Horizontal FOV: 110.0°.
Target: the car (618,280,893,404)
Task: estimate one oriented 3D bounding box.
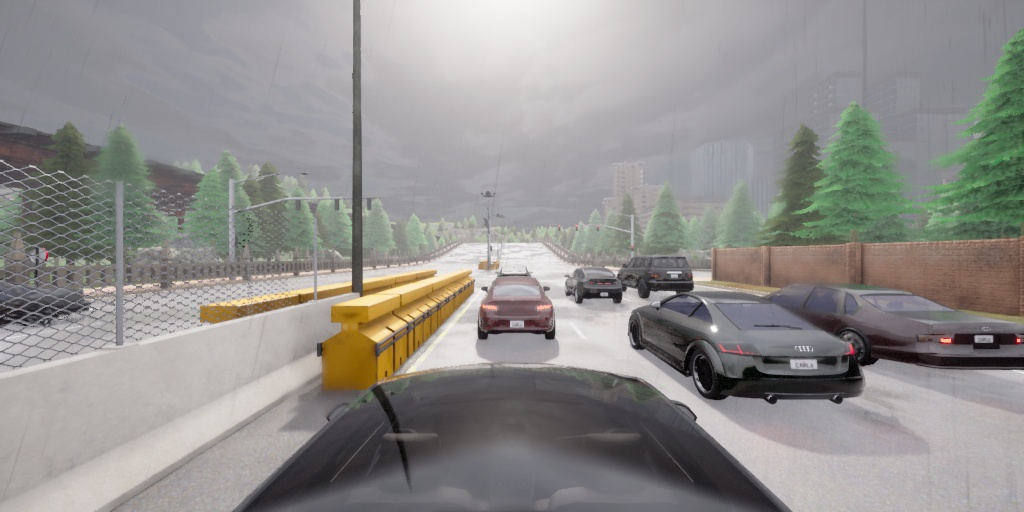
[{"bbox_3d":[3.604,1.314,6.458,1.994,1.385,4.181,0,0,-1],"label":"car"}]

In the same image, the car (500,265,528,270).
[{"bbox_3d":[0.107,1.241,19.130,2.128,1.511,4.902,0,0,0],"label":"car"}]

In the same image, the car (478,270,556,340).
[{"bbox_3d":[0.104,1.276,9.884,1.812,1.442,4.674,0,0,0],"label":"car"}]

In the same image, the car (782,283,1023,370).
[{"bbox_3d":[7.102,1.297,7.908,2.033,1.411,5.357,0,0,0],"label":"car"}]

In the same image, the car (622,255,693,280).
[{"bbox_3d":[7.105,0.972,18.366,2.150,2.045,5.566,0,0,0],"label":"car"}]

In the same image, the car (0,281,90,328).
[{"bbox_3d":[-14.068,1.298,8.680,2.033,1.411,5.357,0,0,0],"label":"car"}]

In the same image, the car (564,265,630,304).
[{"bbox_3d":[3.605,1.255,16.424,1.837,1.490,4.892,0,0,0],"label":"car"}]
